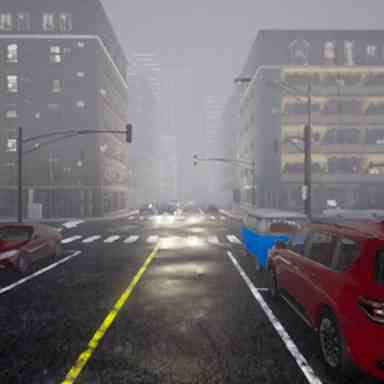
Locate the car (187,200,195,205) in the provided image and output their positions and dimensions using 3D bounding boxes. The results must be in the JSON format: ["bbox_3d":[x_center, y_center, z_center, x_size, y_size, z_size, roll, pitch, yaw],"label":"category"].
[{"bbox_3d":[-0.195,2.545,82.982,1.895,1.301,4.718,0,-1,0],"label":"car"}]

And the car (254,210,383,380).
[{"bbox_3d":[2.672,1.389,5.584,2.192,1.841,5.009,0,-1,0],"label":"car"}]

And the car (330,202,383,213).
[{"bbox_3d":[13.563,1.737,28.075,4.718,1.301,1.895,-1,0,-1],"label":"car"}]

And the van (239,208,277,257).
[{"bbox_3d":[2.659,1.487,11.111,1.690,1.788,3.998,0,-1,0],"label":"van"}]

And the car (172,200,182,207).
[{"bbox_3d":[-3.166,2.493,71.089,2.033,1.411,5.357,0,-1,0],"label":"car"}]

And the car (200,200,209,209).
[{"bbox_3d":[2.570,2.216,49.022,1.947,1.339,4.313,0,-1,0],"label":"car"}]

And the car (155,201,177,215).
[{"bbox_3d":[-3.179,2.149,41.416,1.895,1.301,4.718,0,-1,-1],"label":"car"}]

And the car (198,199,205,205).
[{"bbox_3d":[2.477,2.711,87.853,1.752,1.417,4.829,-1,-1,0],"label":"car"}]

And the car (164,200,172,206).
[{"bbox_3d":[-5.890,2.689,82.152,1.802,1.307,4.206,0,-1,0],"label":"car"}]

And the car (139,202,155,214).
[{"bbox_3d":[-5.798,2.142,43.491,1.947,1.339,4.313,0,-1,0],"label":"car"}]

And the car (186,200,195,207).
[{"bbox_3d":[-0.172,2.495,72.946,1.812,1.442,4.674,0,-1,0],"label":"car"}]

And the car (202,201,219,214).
[{"bbox_3d":[2.584,2.157,43.499,1.802,1.307,4.206,0,-1,0],"label":"car"}]

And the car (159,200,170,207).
[{"bbox_3d":[-5.864,2.498,71.107,1.887,1.381,4.507,0,-1,0],"label":"car"}]

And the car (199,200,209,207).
[{"bbox_3d":[2.517,2.519,71.114,1.947,1.339,4.313,0,-1,0],"label":"car"}]

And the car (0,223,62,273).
[{"bbox_3d":[-5.720,1.729,11.089,1.802,1.307,4.206,0,-1,0],"label":"car"}]

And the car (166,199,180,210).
[{"bbox_3d":[-3.213,2.235,50.504,1.994,1.385,4.181,0,-1,-1],"label":"car"}]

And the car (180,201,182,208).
[{"bbox_3d":[-3.196,2.160,60.557,2.097,1.767,4.553,0,-1,0],"label":"car"}]

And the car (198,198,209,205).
[{"bbox_3d":[2.544,2.345,60.068,1.887,1.381,4.507,0,-1,0],"label":"car"}]

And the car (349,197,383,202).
[{"bbox_3d":[15.689,1.434,30.677,5.009,1.841,2.192,-1,1,-1],"label":"car"}]

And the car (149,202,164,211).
[{"bbox_3d":[-5.824,2.292,54.537,1.947,1.339,4.313,0,-1,0],"label":"car"}]
